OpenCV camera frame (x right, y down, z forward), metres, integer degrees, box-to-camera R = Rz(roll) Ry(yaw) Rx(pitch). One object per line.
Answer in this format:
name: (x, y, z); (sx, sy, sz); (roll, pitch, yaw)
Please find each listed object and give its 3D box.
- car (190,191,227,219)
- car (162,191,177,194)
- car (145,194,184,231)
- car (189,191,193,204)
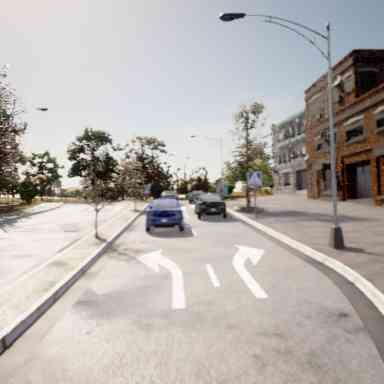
car: (1.172, 0.902, 22.887); (1.882, 1.535, 5.008); (-1, 1, -3)
car: (-2.281, 0.615, 34.496); (2.128, 1.511, 4.902); (-1, 2, -2)
car: (-1.443, 1.118, 18.003); (1.882, 1.535, 5.008); (-1, 2, -3)
car: (0.620, 0.547, 37.050); (1.994, 1.385, 4.181); (-1, 1, 0)
